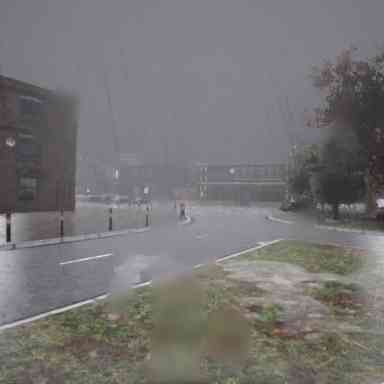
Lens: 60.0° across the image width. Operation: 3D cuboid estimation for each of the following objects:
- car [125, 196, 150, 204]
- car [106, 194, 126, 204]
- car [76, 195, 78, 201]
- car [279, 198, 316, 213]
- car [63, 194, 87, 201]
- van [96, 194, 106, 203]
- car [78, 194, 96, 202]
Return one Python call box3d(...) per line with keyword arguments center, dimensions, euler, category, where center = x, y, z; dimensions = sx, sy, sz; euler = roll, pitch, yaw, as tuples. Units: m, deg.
box3d(center=(-10.319, 1.762, 66.228), dimensions=(2.163, 1.488, 4.792), euler=(1, -1, 31), category="car")
box3d(center=(-14.933, 1.512, 69.095), dimensions=(2.185, 1.767, 4.553), euler=(1, -1, 31), category="car")
box3d(center=(-24.576, 1.388, 74.886), dimensions=(2.097, 1.535, 5.008), euler=(2, 0, 31), category="car")
box3d(center=(14.714, 1.856, 46.147), dimensions=(5.566, 2.045, 2.150), euler=(2, -2, -28), category="car")
box3d(center=(-26.840, 1.327, 76.271), dimensions=(2.231, 1.521, 4.892), euler=(2, 0, 31), category="car")
box3d(center=(-17.494, 1.351, 70.475), dimensions=(1.878, 1.987, 4.442), euler=(1, -1, 31), category="van")
box3d(center=(-22.070, 1.332, 73.415), dimensions=(2.185, 1.767, 4.553), euler=(2, 0, 31), category="car")
